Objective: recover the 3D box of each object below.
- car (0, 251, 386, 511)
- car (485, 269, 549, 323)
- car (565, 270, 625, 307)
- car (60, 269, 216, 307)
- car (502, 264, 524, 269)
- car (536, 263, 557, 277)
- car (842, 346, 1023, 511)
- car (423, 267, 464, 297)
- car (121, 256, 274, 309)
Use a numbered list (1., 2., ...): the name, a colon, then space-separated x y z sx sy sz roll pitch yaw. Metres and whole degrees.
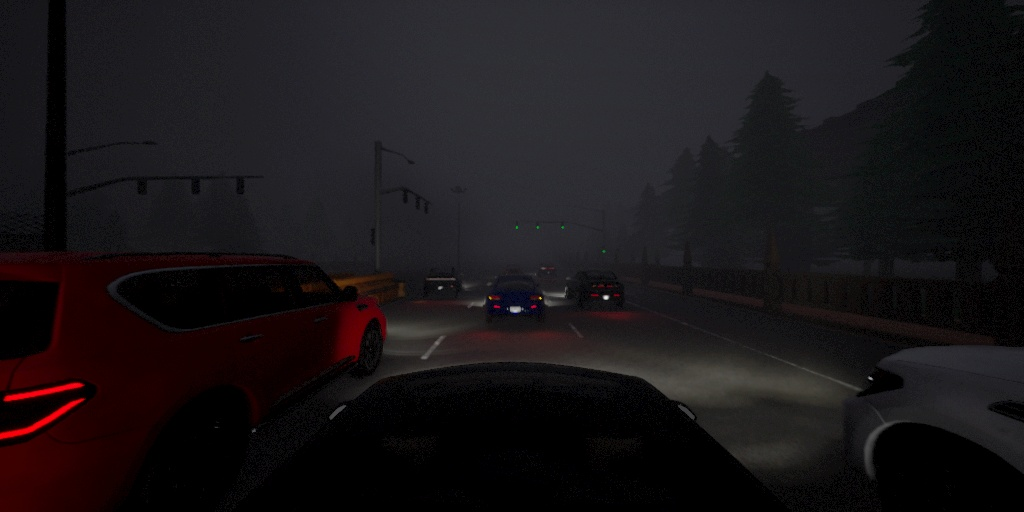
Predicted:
1. car: -3.400 0.988 4.300 2.150 2.045 5.566 0 0 0
2. car: 0.100 1.341 12.332 1.812 1.442 4.674 0 0 0
3. car: 3.602 1.343 16.145 1.837 1.490 4.892 0 0 0
4. car: -17.505 1.392 17.338 2.033 1.411 5.357 0 0 -1
5. car: 0.104 1.465 32.494 1.812 1.442 4.674 0 0 0
6. car: 3.605 1.464 38.107 2.128 1.511 4.902 0 0 0
7. car: 3.599 0.964 0.319 2.150 2.045 5.566 0 0 0
8. car: -3.756 1.353 19.809 2.128 1.511 4.902 0 0 -6
9. car: -14.021 1.067 16.649 2.150 2.045 5.566 0 -1 1
